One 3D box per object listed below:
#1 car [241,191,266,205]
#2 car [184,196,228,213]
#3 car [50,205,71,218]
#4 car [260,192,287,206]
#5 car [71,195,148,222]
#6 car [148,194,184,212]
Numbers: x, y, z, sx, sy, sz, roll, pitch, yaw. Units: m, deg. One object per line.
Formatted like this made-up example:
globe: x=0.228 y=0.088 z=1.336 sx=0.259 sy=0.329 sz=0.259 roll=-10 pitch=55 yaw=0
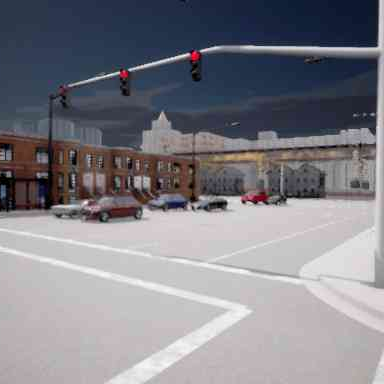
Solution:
car: x=9.286 y=0.807 z=49.177 sx=2.150 sy=2.045 sz=5.566 roll=1 pitch=1 yaw=36
car: x=1.778 y=1.167 z=33.065 sx=2.128 sy=1.511 sz=4.902 roll=1 pitch=1 yaw=36
car: x=-8.267 y=1.231 z=25.239 sx=1.895 sy=1.301 sz=4.718 roll=1 pitch=1 yaw=32
car: x=11.882 y=1.164 z=46.811 sx=1.837 sy=1.490 sz=4.892 roll=1 pitch=0 yaw=36
car: x=-5.551 y=1.045 z=22.991 sx=2.097 sy=1.767 sz=4.553 roll=1 pitch=1 yaw=36
car: x=-2.405 y=0.970 z=33.263 sx=2.097 sy=1.767 sz=4.553 roll=1 pitch=1 yaw=37
